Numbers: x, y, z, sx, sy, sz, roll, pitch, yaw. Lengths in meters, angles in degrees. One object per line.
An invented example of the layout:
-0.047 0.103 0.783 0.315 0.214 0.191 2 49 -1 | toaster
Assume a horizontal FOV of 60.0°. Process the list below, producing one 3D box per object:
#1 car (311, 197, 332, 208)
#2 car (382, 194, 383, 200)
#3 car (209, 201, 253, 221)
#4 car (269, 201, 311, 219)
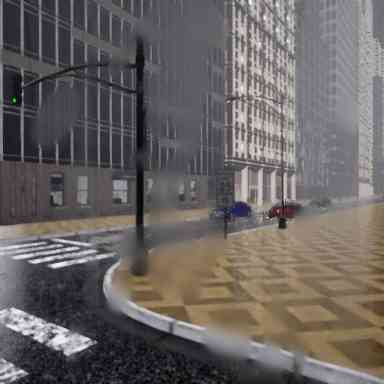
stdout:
17.889 1.381 46.032 2.033 1.411 5.357 0 0 37 | car
48.211 1.010 81.950 2.097 1.767 4.553 0 0 37 | car
3.180 1.435 26.279 1.812 1.442 4.674 0 0 36 | car
7.996 1.457 27.606 1.994 1.385 4.181 0 0 37 | car
